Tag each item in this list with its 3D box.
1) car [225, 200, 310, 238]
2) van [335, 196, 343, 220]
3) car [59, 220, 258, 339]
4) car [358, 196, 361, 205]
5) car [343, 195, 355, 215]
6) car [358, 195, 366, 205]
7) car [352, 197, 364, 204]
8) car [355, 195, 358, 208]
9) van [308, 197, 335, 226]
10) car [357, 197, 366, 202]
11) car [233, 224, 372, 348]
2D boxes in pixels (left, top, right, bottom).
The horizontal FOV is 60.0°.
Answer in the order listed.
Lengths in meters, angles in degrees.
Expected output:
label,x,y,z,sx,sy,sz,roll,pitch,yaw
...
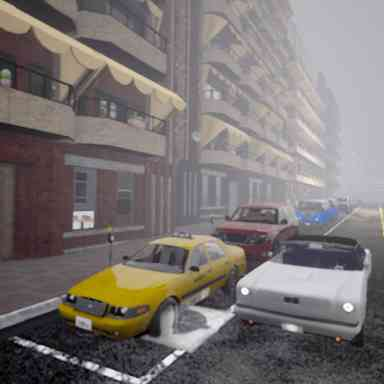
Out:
label,x,y,z,sx,sy,sz,roll,pitch,yaw
car,2.445,1.330,11.758,2.192,1.841,5.009,2,1,29
van,10.542,1.387,26.239,1.690,1.788,3.998,2,1,29
car,-0.343,1.533,6.784,1.752,1.417,4.829,2,1,29
car,24.035,1.695,50.376,1.947,1.339,4.313,2,1,29
car,15.941,1.390,35.892,2.192,1.841,5.009,2,1,29
car,32.137,1.515,64.853,2.192,1.841,5.009,1,0,29
car,34.832,1.772,69.683,1.887,1.381,4.507,1,0,29
car,18.641,1.407,40.718,2.192,1.841,5.009,2,1,29
van,7.842,1.374,21.410,1.690,1.788,3.998,2,1,29
car,42.930,1.904,84.166,1.802,1.307,4.206,1,0,29
car,2.485,1.609,6.624,1.895,1.301,4.718,0,0,29
